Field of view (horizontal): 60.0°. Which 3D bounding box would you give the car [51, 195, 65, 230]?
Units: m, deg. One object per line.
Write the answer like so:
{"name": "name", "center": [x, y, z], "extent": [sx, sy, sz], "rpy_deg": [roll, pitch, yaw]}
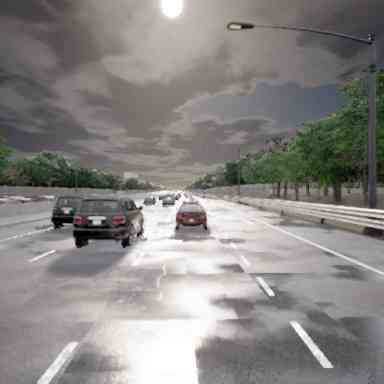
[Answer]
{"name": "car", "center": [-7.044, 1.216, 21.355], "extent": [2.150, 2.045, 5.566], "rpy_deg": [0, 0, 0]}

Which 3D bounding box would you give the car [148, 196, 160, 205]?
{"name": "car", "center": [-7.350, 1.465, 58.891], "extent": [2.128, 1.511, 4.902], "rpy_deg": [0, 0, -1]}

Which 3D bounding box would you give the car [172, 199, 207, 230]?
{"name": "car", "center": [-0.045, 1.469, 21.309], "extent": [1.882, 1.535, 5.008], "rpy_deg": [0, 0, 0]}

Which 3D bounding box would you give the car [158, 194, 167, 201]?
{"name": "car", "center": [-7.791, 1.434, 88.518], "extent": [1.882, 1.535, 5.008], "rpy_deg": [0, 0, -1]}

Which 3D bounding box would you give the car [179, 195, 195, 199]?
{"name": "car", "center": [-0.146, 1.478, 38.091], "extent": [2.128, 1.511, 4.902], "rpy_deg": [0, 0, 0]}

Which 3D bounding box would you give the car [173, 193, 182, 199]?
{"name": "car", "center": [-4.221, 1.550, 84.524], "extent": [1.895, 1.301, 4.718], "rpy_deg": [0, 0, -1]}

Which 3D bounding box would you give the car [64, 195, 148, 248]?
{"name": "car", "center": [-3.521, 1.217, 14.952], "extent": [2.150, 2.045, 5.566], "rpy_deg": [0, 0, 0]}

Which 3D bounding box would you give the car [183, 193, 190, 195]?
{"name": "car", "center": [-0.565, 1.509, 74.890], "extent": [1.994, 1.385, 4.181], "rpy_deg": [0, 0, -1]}

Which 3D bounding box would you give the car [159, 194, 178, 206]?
{"name": "car", "center": [-3.803, 1.541, 54.879], "extent": [1.994, 1.385, 4.181], "rpy_deg": [0, 0, -1]}

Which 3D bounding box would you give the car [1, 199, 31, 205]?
{"name": "car", "center": [-17.694, 1.500, 33.470], "extent": [1.837, 1.490, 4.892], "rpy_deg": [0, 0, 0]}
